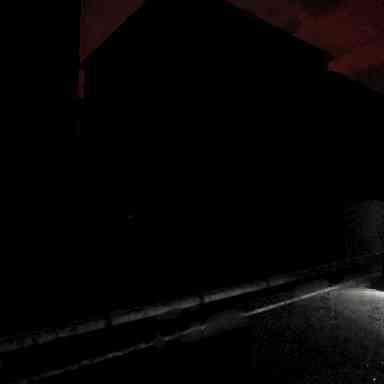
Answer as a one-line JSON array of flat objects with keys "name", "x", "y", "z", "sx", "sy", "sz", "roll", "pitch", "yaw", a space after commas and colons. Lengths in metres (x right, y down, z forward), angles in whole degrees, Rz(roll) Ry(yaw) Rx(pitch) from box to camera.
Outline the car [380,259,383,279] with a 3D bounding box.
[{"name": "car", "x": 6.527, "y": 1.567, "z": 8.299, "sx": 4.181, "sy": 1.385, "sz": 1.994, "roll": 0, "pitch": 0, "yaw": -36}]
